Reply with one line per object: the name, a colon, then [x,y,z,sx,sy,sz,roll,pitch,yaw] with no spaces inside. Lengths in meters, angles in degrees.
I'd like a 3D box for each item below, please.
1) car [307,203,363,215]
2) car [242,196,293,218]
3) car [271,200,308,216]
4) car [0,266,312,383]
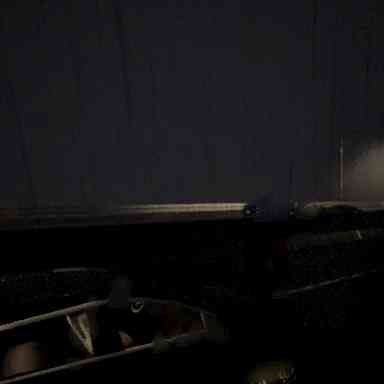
car: [10.901,1.697,24.450,4.674,1.442,1.812,1,0,-34]
car: [7.108,1.393,30.328,5.566,2.045,2.150,1,0,-35]
car: [9.256,1.665,27.553,4.902,1.511,2.128,1,0,-35]
car: [-0.869,1.497,3.117,4.902,1.511,2.128,1,0,-35]
